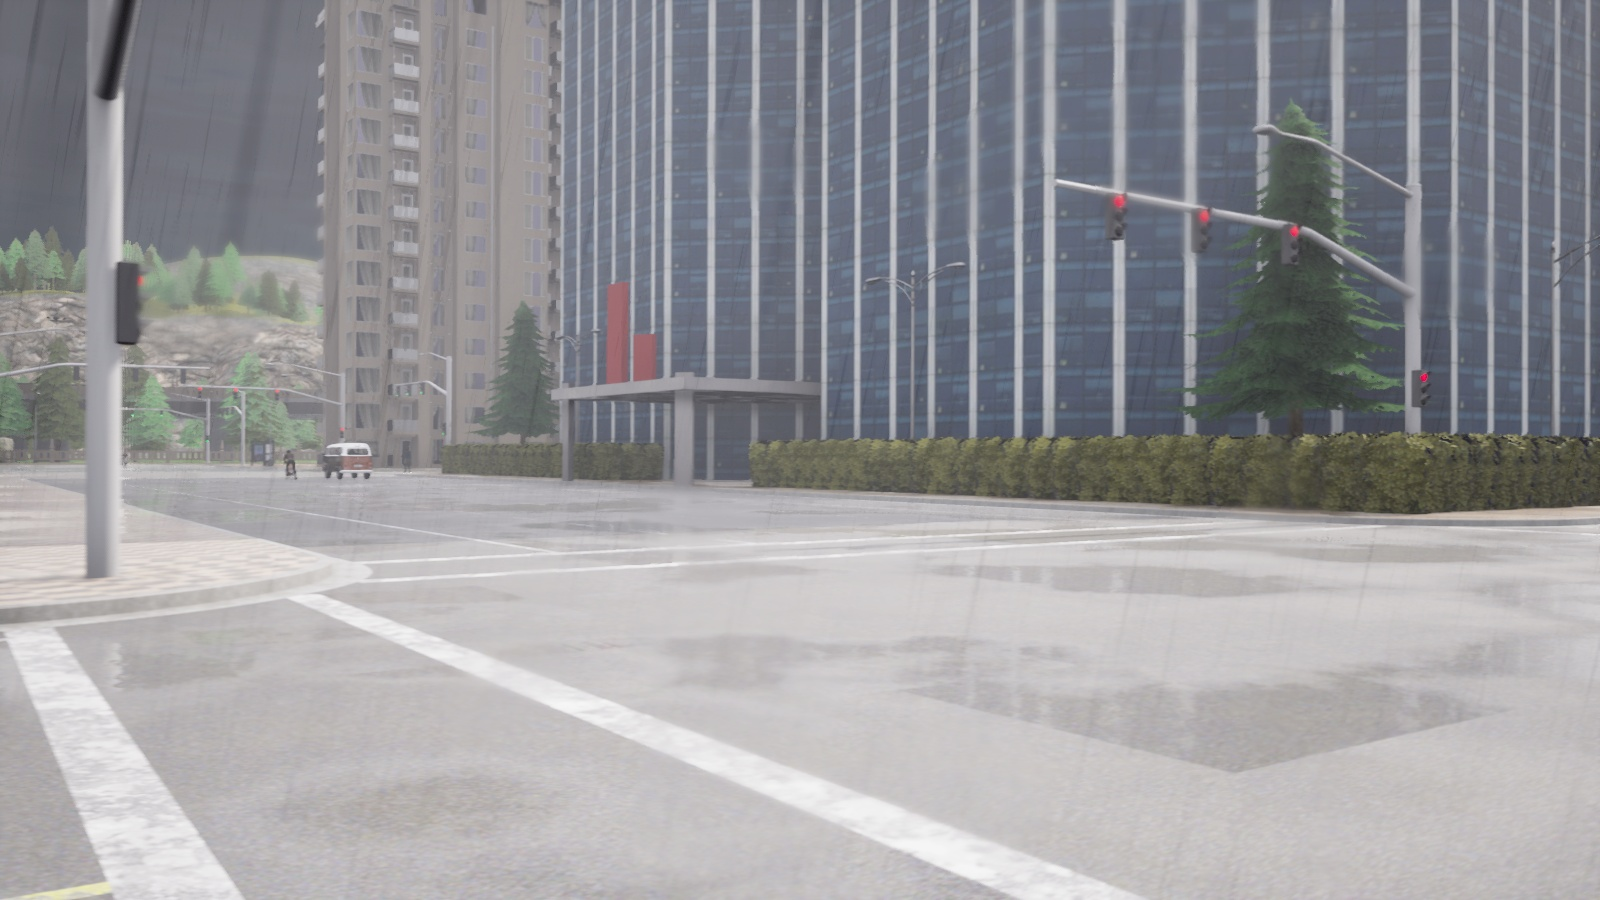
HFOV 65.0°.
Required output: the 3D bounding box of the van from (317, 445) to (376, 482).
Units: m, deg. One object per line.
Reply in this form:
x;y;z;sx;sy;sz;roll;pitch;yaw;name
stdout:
-25.766;0.730;71.302;2.069;2.038;4.480;0;0;-35;van
